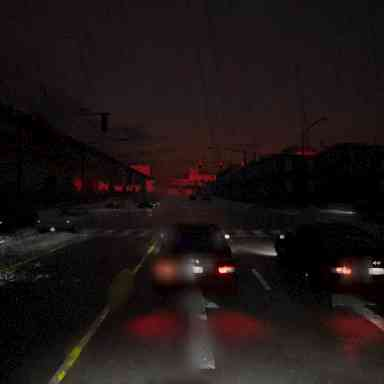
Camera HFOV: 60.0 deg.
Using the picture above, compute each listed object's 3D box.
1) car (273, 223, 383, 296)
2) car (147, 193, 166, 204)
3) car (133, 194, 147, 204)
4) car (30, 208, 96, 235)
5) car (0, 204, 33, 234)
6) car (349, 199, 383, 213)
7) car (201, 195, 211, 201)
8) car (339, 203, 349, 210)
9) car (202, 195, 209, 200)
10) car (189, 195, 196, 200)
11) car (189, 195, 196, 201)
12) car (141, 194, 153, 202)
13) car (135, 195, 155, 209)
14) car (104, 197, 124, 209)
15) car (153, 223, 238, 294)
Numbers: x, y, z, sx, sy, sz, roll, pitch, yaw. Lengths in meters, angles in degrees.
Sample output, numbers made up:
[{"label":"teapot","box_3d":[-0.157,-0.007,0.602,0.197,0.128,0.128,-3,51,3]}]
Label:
[{"label":"car","box_3d":[3.578,1.547,8.814,2.033,1.411,5.357,0,0,2]},{"label":"car","box_3d":[-6.907,1.223,65.385,2.150,2.045,5.566,0,0,1]},{"label":"car","box_3d":[-10.395,1.547,65.920,2.033,1.411,5.357,0,0,1]},{"label":"car","box_3d":[-7.062,1.600,19.102,1.895,1.301,4.718,0,0,0]},{"label":"car","box_3d":[-10.563,1.504,19.220,1.837,1.490,4.892,0,0,0]},{"label":"car","box_3d":[20.032,1.564,36.343,4.181,1.385,1.994,0,0,0]},{"label":"car","box_3d":[3.666,1.552,84.154,1.994,1.385,4.181,0,0,0]},{"label":"car","box_3d":[20.614,1.547,39.847,5.357,1.411,2.033,0,0,0]},{"label":"car","box_3d":[3.685,1.523,93.968,1.812,1.442,4.674,0,0,0]},{"label":"car","box_3d":[0.184,1.499,93.713,1.837,1.490,4.892,0,0,0]},{"label":"car","box_3d":[0.164,1.539,83.204,2.033,1.411,5.357,0,0,0]},{"label":"car","box_3d":[-10.350,1.354,76.149,2.097,1.767,4.553,0,0,0]},{"label":"car","box_3d":[-6.314,1.477,44.465,1.882,1.535,5.008,0,0,-10]},{"label":"car","box_3d":[-10.510,1.477,45.057,1.882,1.535,5.008,0,0,0]},{"label":"car","box_3d":[0.086,1.547,8.920,2.033,1.411,5.357,0,0,0]}]
